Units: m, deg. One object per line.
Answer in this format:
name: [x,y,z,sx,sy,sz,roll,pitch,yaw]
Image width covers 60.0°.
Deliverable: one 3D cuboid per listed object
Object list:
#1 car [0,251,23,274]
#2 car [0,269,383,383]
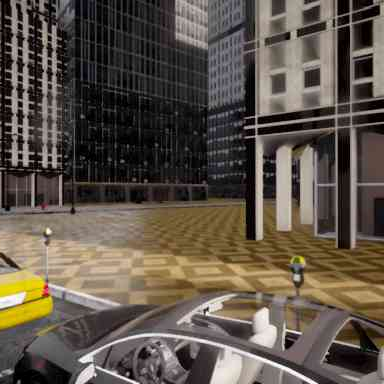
car: [-4.498,1.523,6.087,4.829,1.417,1.752,0,0,36]
car: [0.256,1.551,2.694,4.403,1.369,2.008,0,0,36]
